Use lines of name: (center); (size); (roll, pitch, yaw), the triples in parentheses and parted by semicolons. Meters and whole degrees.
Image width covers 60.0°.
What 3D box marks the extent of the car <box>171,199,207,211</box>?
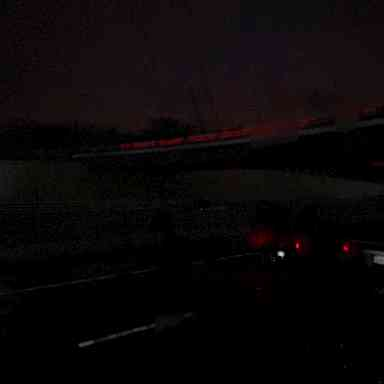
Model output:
car: (0.389, 1.411, 30.073); (4.892, 1.490, 1.837); (0, 0, -36)

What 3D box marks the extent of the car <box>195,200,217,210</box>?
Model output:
car: (2.934, 1.504, 27.589); (4.718, 1.301, 1.895); (0, 0, -36)

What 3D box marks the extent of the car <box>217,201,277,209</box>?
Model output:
car: (4.464, 1.411, 24.381); (4.892, 1.490, 1.837); (0, 0, -36)

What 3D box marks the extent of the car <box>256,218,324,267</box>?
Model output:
car: (4.465, 1.548, 11.237); (4.718, 1.301, 1.895); (0, 0, -36)

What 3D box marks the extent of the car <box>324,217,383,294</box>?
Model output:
car: (5.335, 1.307, 7.557); (4.553, 1.767, 2.097); (0, 0, -36)
